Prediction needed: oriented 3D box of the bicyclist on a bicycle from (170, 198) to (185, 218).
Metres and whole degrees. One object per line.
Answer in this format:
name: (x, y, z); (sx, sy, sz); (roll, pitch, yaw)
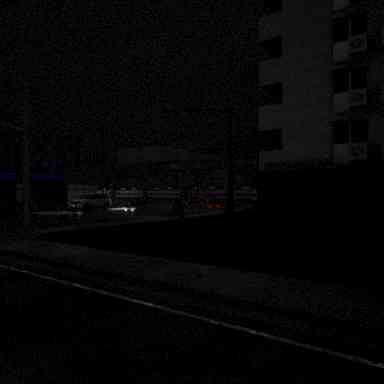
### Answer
bicyclist on a bicycle: (-1.204, 1.300, 27.316); (1.656, 1.620, 0.582); (0, 0, 36)

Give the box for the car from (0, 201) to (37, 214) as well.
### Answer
car: (-17.921, 1.601, 32.486); (1.895, 1.301, 4.718); (0, 0, 35)

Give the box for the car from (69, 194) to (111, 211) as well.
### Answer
car: (-12.335, 1.221, 40.738); (2.150, 2.045, 5.566); (0, 0, 29)

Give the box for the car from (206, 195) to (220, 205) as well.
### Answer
car: (3.882, 1.526, 58.485); (1.812, 1.442, 4.674); (0, 0, 4)

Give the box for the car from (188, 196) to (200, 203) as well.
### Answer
car: (0.354, 1.564, 67.487); (1.994, 1.385, 4.181); (0, 0, -8)

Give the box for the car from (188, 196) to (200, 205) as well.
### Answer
car: (0.410, 1.564, 59.076); (1.994, 1.385, 4.181); (0, 0, 4)

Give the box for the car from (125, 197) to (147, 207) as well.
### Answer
car: (-8.387, 1.491, 50.014); (2.128, 1.511, 4.902); (0, 0, 15)
